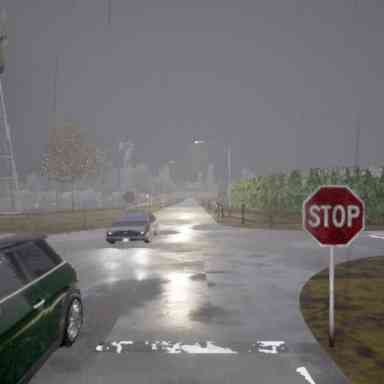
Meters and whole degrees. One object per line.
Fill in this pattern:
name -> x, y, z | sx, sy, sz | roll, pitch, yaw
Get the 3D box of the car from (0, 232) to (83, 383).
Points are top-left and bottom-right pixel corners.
car -> -2.750, 1.349, 3.289 | 2.097, 1.767, 4.553 | 0, 0, 0

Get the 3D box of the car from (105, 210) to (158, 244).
car -> -2.754, 1.621, 16.458 | 2.033, 1.411, 5.357 | -1, 0, 0
